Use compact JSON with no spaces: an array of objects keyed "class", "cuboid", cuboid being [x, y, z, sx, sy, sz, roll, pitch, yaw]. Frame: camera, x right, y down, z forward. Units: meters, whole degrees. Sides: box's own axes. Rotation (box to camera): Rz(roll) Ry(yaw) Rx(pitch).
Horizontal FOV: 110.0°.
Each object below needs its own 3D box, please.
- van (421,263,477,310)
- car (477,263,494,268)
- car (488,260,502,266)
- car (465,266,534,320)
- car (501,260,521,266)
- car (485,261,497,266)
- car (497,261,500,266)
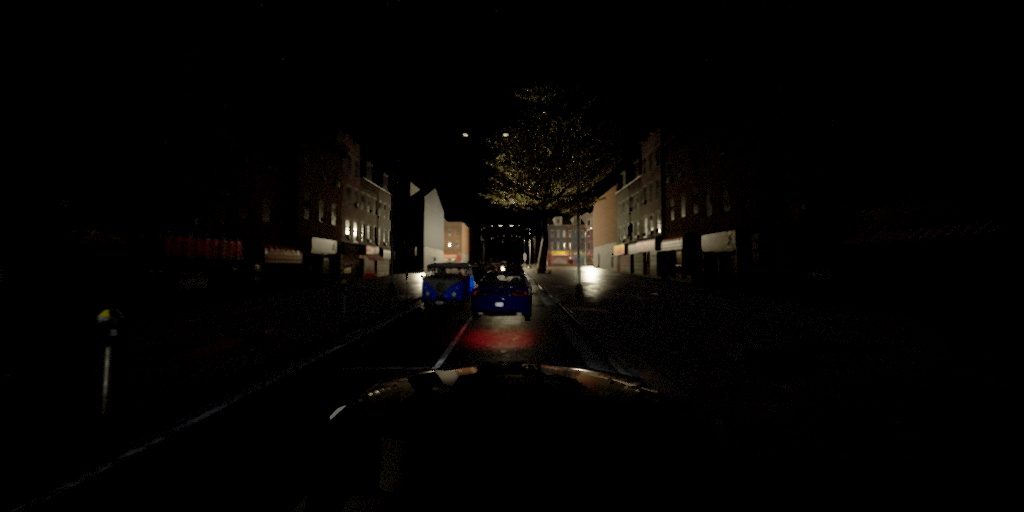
[{"class":"van","cuboid":[-2.609,1.165,14.964,1.690,1.789,3.998,0,0,0]},{"class":"car","cuboid":[-2.584,1.455,26.034,1.948,1.339,4.313,0,0,0]},{"class":"car","cuboid":[-2.546,1.542,42.639,2.007,1.370,4.403,0,0,0]},{"class":"car","cuboid":[-0.230,1.291,13.086,1.882,1.535,5.008,0,0,3]},{"class":"car","cuboid":[0.174,1.428,36.022,1.882,1.535,5.008,0,0,0]},{"class":"car","cuboid":[-2.571,1.448,31.399,1.751,1.417,4.829,0,0,0]},{"class":"car","cuboid":[-2.558,1.502,37.104,1.888,1.381,4.507,0,0,0]}]
